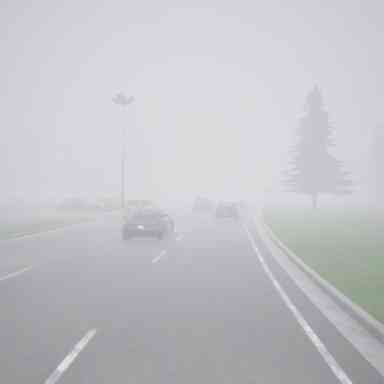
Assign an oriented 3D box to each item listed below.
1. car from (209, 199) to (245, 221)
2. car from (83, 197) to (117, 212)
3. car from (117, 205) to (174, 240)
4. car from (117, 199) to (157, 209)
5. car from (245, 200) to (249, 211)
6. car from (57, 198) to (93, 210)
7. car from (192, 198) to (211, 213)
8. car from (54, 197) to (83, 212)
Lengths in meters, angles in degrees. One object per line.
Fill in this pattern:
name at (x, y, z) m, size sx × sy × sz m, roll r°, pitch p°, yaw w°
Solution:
car at (2.987, 1.529, 27.434) m, size 2.128 × 1.511 × 4.902 m, roll 0°, pitch 0°, yaw 11°
car at (-10.191, 1.381, 38.745) m, size 2.097 × 1.767 × 4.553 m, roll 0°, pitch 0°, yaw 13°
car at (-2.144, 1.581, 17.200) m, size 1.994 × 1.385 × 4.181 m, roll 0°, pitch 0°, yaw 6°
car at (-4.106, 1.378, 27.555) m, size 2.097 × 1.767 × 4.553 m, roll 0°, pitch 0°, yaw 10°
car at (6.249, 1.585, 42.624) m, size 1.812 × 1.442 × 4.674 m, roll 0°, pitch 0°, yaw 12°
car at (-15.870, 1.576, 45.407) m, size 2.033 × 1.411 × 5.357 m, roll 0°, pitch 0°, yaw 13°
car at (1.446, 1.397, 37.083) m, size 2.097 × 1.767 × 4.553 m, roll 0°, pitch 0°, yaw 12°
car at (-13.838, 1.375, 38.478) m, size 2.097 × 1.767 × 4.553 m, roll 0°, pitch 0°, yaw 13°
